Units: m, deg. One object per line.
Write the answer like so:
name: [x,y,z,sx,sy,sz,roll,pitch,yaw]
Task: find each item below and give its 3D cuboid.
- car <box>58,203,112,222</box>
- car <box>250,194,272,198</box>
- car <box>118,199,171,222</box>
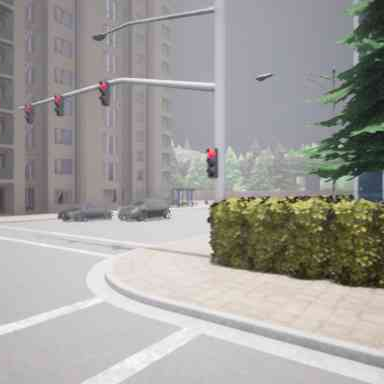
car: [-8.351,1.576,26.257,1.994,1.385,4.181,0,0,36]
car: [8.761,1.219,43.534,2.150,2.045,5.566,0,0,36]
car: [-3.738,1.362,26.630,2.097,1.767,4.553,0,0,36]
